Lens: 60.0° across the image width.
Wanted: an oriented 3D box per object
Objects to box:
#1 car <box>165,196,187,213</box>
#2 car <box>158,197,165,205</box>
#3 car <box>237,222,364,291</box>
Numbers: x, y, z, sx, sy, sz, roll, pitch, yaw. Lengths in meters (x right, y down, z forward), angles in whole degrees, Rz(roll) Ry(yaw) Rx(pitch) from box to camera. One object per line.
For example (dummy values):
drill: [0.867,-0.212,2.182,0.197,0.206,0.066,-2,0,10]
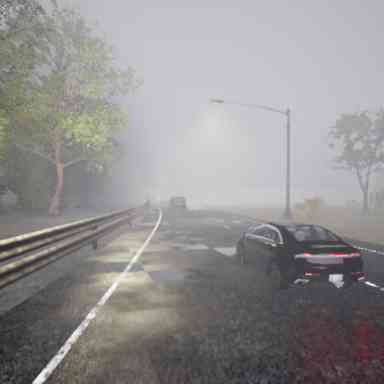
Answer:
car: [-1.970,1.577,43.039,2.150,2.045,5.566,0,0,-8]
car: [-5.635,2.141,69.727,1.895,1.301,4.718,0,0,-8]
car: [2.659,1.586,9.322,2.128,1.511,4.902,0,-1,-8]
